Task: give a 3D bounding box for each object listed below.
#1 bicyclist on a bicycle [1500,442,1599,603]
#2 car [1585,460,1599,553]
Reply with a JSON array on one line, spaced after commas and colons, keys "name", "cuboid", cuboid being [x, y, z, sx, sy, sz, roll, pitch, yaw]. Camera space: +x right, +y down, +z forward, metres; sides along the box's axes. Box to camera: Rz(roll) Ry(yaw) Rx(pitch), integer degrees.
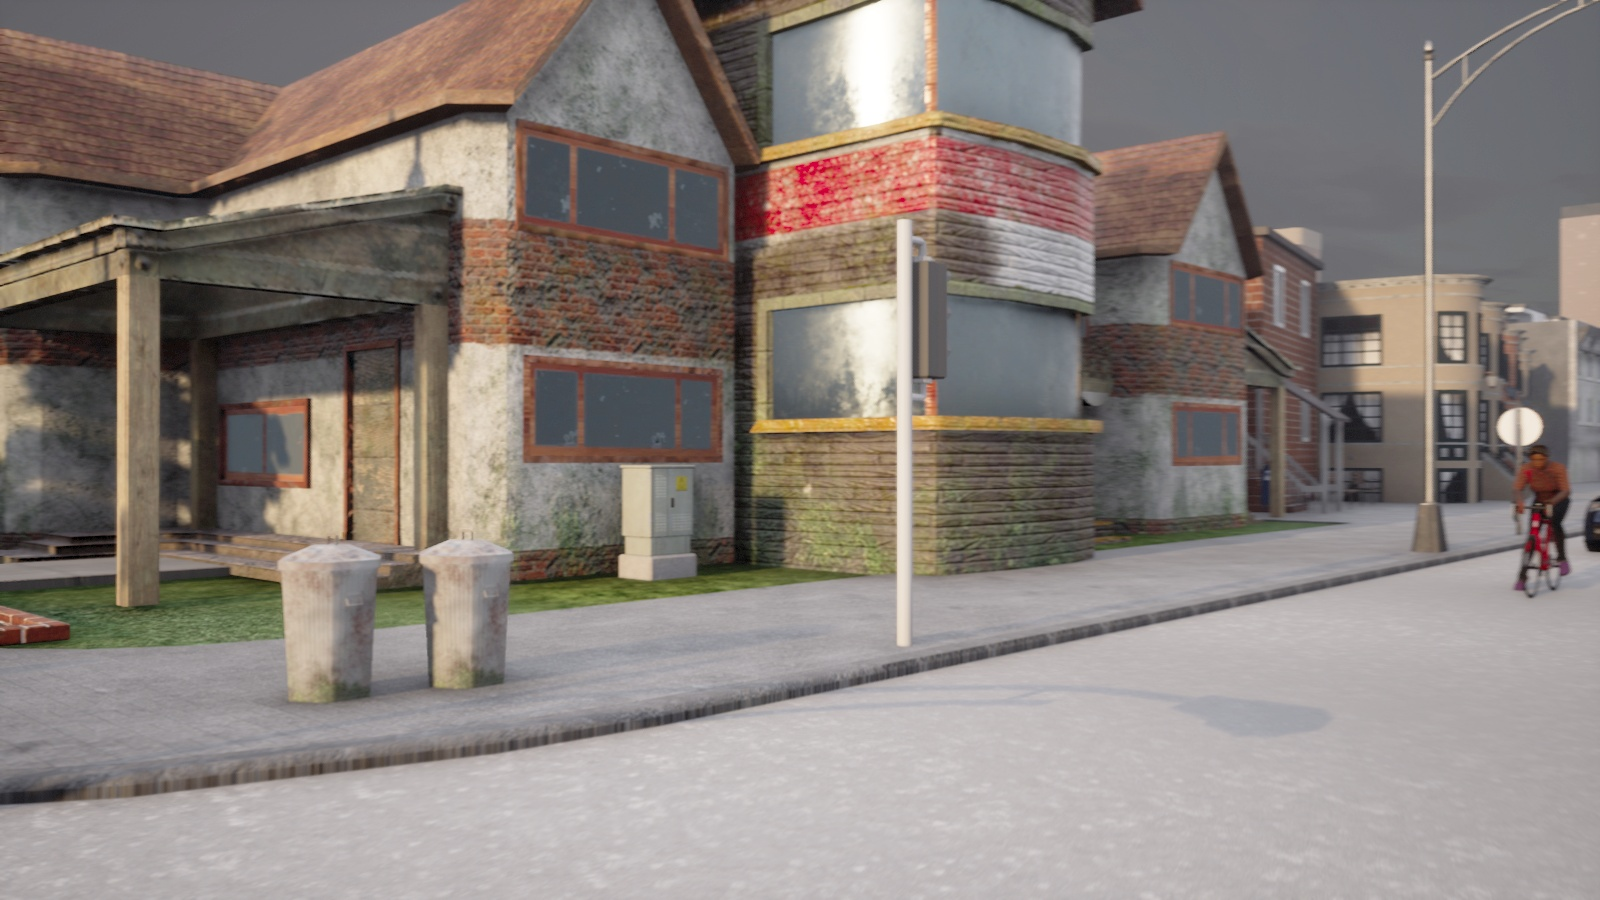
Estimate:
[{"name": "bicyclist on a bicycle", "cuboid": [8.067, 0.730, 13.465, 0.582, 1.620, 1.656, 0, 0, 43]}, {"name": "car", "cuboid": [13.969, 0.848, 19.723, 1.994, 1.385, 4.181, 0, 0, 43]}]
